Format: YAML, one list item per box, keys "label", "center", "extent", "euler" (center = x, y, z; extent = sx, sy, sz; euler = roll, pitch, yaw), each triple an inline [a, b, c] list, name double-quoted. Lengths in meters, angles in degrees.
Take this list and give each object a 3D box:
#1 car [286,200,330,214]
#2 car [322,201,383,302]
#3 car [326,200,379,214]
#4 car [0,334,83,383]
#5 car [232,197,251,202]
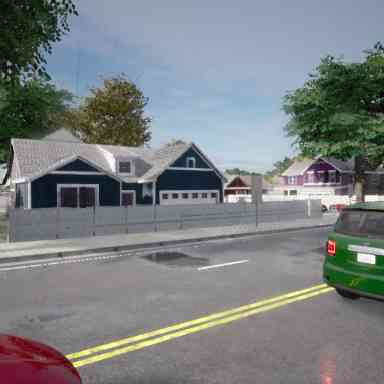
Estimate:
- label: "car"
  center: [12.647, 1.574, 36.443]
  extent: [1.994, 1.385, 4.181]
  euler: [-1, 0, -34]
- label: "car"
  center: [5.144, 1.209, 7.149]
  extent: [5.566, 2.045, 2.150]
  euler: [0, 0, -35]
- label: "car"
  center: [16.948, 1.557, 35.272]
  extent: [1.895, 1.301, 4.718]
  euler: [-1, 0, -34]
- label: "car"
  center: [-2.979, 1.476, 1.317]
  extent: [5.008, 1.535, 1.882]
  euler: [0, 0, -35]
- label: "car"
  center: [7.331, 1.426, 44.762]
  extent: [2.097, 1.767, 4.553]
  euler: [-1, 0, -31]
